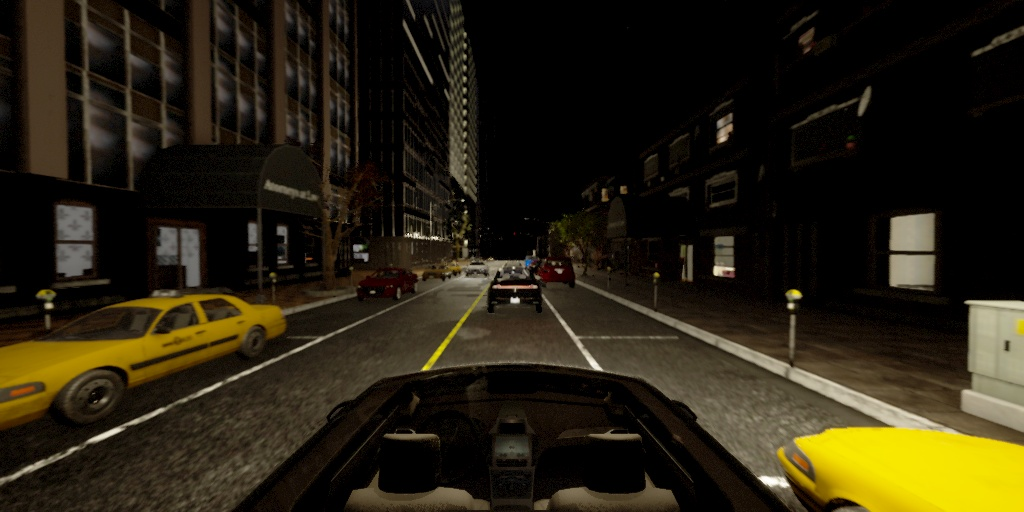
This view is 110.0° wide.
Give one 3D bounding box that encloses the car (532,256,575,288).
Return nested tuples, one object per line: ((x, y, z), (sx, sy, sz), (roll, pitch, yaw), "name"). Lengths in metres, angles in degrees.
((2.690, 0.965, 22.432), (2.192, 1.841, 5.009), (0, 0, 0), "car")

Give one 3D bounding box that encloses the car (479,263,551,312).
((0.099, 1.184, 13.765), (2.128, 1.511, 4.902), (0, 0, 0), "car")

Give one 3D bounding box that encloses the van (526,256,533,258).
((2.691, 0.857, 50.103), (1.690, 1.789, 3.998), (0, 0, 0), "van")

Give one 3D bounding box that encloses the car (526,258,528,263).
((2.690, 1.152, 39.034), (1.802, 1.307, 4.207), (0, 0, 0), "car")

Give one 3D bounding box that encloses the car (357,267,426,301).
((-5.691, 1.222, 16.908), (1.888, 1.381, 4.507), (0, 0, 0), "car")

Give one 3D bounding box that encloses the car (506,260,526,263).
((0.101, 1.191, 34.854), (1.895, 1.301, 4.718), (0, 0, 0), "car")

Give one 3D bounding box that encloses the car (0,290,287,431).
((-5.692, 1.255, 5.669), (1.751, 1.417, 4.829), (0, 0, 0), "car")

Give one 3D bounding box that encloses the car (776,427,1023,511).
((2.689, 1.282, 0.463), (1.751, 1.417, 4.829), (0, 0, 0), "car")

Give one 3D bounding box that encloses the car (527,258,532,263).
((2.690, 1.162, 33.500), (1.948, 1.339, 4.313), (0, 0, 0), "car")

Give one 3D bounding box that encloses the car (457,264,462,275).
((-5.691, 1.122, 33.342), (1.751, 1.417, 4.829), (0, 0, 0), "car")

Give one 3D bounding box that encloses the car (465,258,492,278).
((-3.073, 1.127, 32.392), (1.812, 1.442, 4.674), (0, 0, 0), "car")

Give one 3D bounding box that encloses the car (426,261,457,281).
((-5.691, 1.148, 27.808), (1.751, 1.417, 4.829), (0, 0, 0), "car")
